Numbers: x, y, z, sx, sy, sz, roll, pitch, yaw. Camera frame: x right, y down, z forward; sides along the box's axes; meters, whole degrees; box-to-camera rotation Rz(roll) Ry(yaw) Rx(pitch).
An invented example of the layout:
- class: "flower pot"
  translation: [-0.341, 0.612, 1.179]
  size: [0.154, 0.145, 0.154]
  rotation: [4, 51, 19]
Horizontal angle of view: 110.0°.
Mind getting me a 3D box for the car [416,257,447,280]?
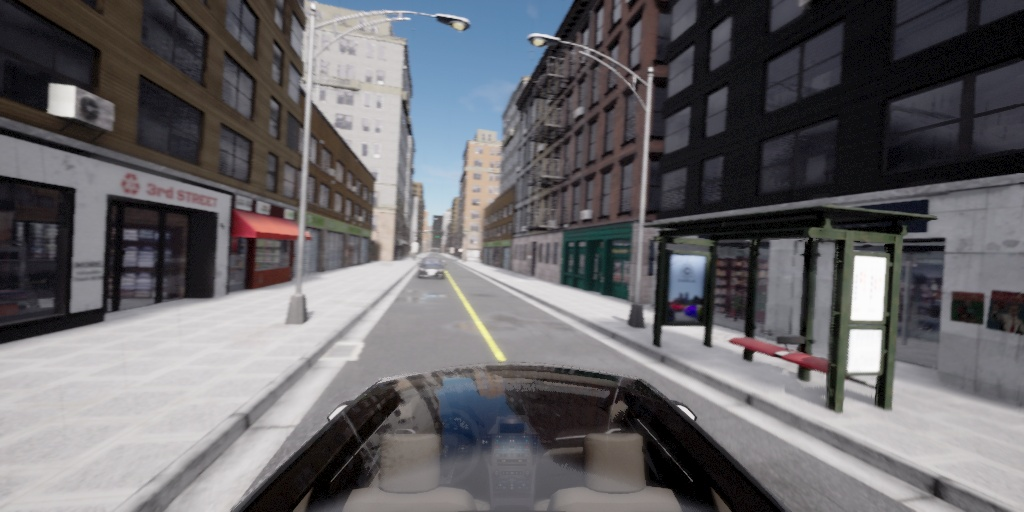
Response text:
- class: "car"
  translation: [-5.782, 0.853, 25.866]
  size: [2.128, 1.511, 4.902]
  rotation: [3, 0, -13]
